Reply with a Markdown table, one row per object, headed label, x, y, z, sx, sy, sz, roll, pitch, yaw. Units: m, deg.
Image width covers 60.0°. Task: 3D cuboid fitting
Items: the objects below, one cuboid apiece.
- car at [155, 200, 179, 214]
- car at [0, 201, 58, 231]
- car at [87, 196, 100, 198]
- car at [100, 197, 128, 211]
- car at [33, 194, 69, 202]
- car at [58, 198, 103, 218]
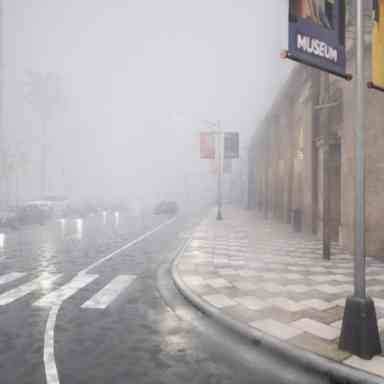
| label | x | y | z | sx | sy | sz | roll | pitch | yaw |
| --- | --- | --- | --- | --- | --- | --- | --- | --- | --- |
| car | -2.567 | 1.567 | 34.743 | 1.994 | 1.385 | 4.181 | 0 | 0 | 6 |
| car | -10.951 | 1.542 | 21.136 | 2.033 | 1.411 | 5.357 | 0 | 0 | 5 |
| car | -12.508 | 1.343 | 41.870 | 2.097 | 1.767 | 4.553 | 0 | 0 | 6 |
| car | -9.137 | 1.518 | 40.369 | 1.812 | 1.442 | 4.674 | 0 | 0 | 6 |
| car | -13.517 | 1.214 | 31.595 | 2.150 | 2.045 | 5.566 | 0 | 0 | 5 |
| car | -10.098 | 1.519 | 30.526 | 1.812 | 1.442 | 4.674 | 0 | 0 | 6 |
